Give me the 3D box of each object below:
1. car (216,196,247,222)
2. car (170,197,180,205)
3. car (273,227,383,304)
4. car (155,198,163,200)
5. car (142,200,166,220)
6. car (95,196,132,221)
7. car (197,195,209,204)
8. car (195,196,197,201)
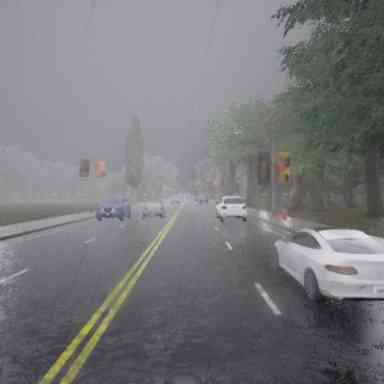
[{"bbox_3d":[3.292,1.389,28.527,2.150,2.045,5.566,0,0,0],"label":"car"},{"bbox_3d":[-3.549,1.873,71.224,1.882,1.535,5.008,0,0,0],"label":"car"},{"bbox_3d":[3.341,1.574,8.161,1.812,1.442,4.674,0,0,0],"label":"car"},{"bbox_3d":[-6.780,1.946,68.975,2.033,1.411,5.357,0,0,0],"label":"car"},{"bbox_3d":[-3.411,1.705,30.627,1.812,1.442,4.674,0,0,0],"label":"car"},{"bbox_3d":[-6.657,1.388,28.894,2.150,2.045,5.566,0,0,0],"label":"car"},{"bbox_3d":[2.880,1.855,79.945,2.097,1.767,4.553,0,0,0],"label":"car"},{"bbox_3d":[2.778,1.803,91.010,2.150,2.045,5.566,0,0,-1],"label":"car"}]
